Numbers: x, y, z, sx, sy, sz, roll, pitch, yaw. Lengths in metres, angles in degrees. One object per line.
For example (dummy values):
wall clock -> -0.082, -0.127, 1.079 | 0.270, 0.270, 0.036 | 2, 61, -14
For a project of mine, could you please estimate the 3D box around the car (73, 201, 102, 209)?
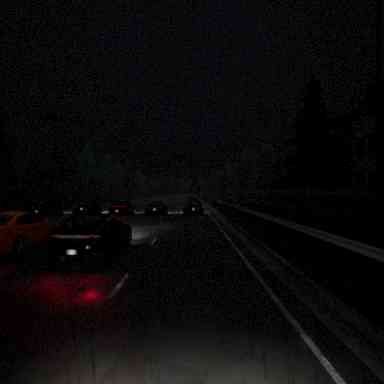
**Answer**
car -> -10.443, 1.552, 33.490 | 1.994, 1.385, 4.181 | 0, 0, 1

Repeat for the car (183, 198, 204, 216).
car -> 0.125, 1.554, 32.931 | 1.994, 1.385, 4.181 | 0, 0, 0

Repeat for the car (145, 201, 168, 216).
car -> -3.449, 1.554, 32.802 | 1.994, 1.385, 4.181 | 0, 0, 0

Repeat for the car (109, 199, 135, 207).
car -> -6.945, 1.495, 33.259 | 1.837, 1.490, 4.892 | 0, 1, 1

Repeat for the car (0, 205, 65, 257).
car -> -6.891, 1.472, 12.921 | 1.882, 1.535, 5.008 | 0, 0, 0

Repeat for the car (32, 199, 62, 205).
car -> -13.956, 1.494, 32.228 | 1.837, 1.490, 4.892 | 0, 1, 0

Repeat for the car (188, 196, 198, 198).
car -> 0.134, 1.338, 45.200 | 2.097, 1.767, 4.553 | 0, 0, 0

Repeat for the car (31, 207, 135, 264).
car -> -3.391, 1.486, 11.809 | 2.128, 1.511, 4.902 | 0, 0, 0
